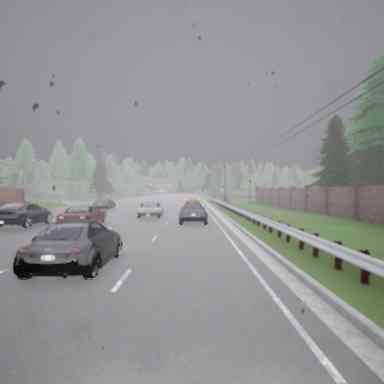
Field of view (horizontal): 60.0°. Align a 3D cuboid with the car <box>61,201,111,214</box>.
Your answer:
[{"bbox_3d":[-6.912,1.501,21.447,1.895,1.301,4.718,0,0,0],"label":"car"}]

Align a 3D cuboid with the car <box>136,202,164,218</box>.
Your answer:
[{"bbox_3d":[-3.417,1.471,28.137,1.895,1.301,4.718,0,0,0],"label":"car"}]

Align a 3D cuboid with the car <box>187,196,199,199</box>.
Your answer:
[{"bbox_3d":[0.078,1.286,41.548,1.882,1.535,5.008,0,0,0],"label":"car"}]

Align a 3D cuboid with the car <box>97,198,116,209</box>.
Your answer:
[{"bbox_3d":[-10.422,1.381,39.662,1.994,1.385,4.181,0,0,0],"label":"car"}]

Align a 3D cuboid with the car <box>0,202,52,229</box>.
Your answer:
[{"bbox_3d":[-10.413,1.409,20.707,1.837,1.490,4.892,0,0,0],"label":"car"}]

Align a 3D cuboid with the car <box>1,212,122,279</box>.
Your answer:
[{"bbox_3d":[-3.406,1.518,9.872,1.994,1.385,4.181,0,0,0],"label":"car"}]

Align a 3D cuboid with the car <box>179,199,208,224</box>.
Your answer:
[{"bbox_3d":[0.087,1.454,23.750,1.994,1.385,4.181,0,0,0],"label":"car"}]
